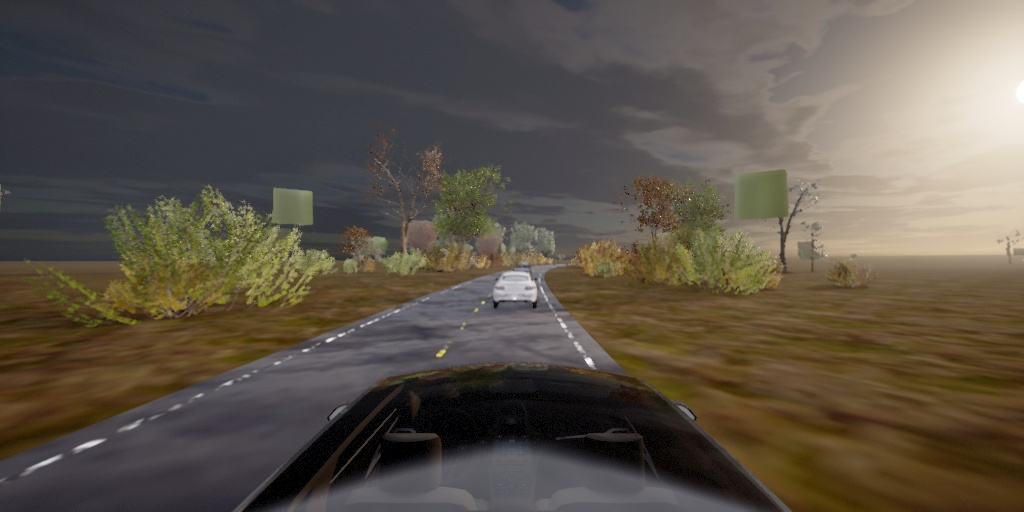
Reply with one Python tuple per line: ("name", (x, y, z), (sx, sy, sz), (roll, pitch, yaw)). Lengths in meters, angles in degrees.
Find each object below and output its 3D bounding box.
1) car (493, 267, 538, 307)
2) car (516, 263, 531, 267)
("car", (0.179, 1.413, 16.144), (1.812, 1.442, 4.674), (0, 0, 2))
("car", (0.847, 1.575, 30.687), (2.033, 1.411, 5.357), (0, -1, 4))
